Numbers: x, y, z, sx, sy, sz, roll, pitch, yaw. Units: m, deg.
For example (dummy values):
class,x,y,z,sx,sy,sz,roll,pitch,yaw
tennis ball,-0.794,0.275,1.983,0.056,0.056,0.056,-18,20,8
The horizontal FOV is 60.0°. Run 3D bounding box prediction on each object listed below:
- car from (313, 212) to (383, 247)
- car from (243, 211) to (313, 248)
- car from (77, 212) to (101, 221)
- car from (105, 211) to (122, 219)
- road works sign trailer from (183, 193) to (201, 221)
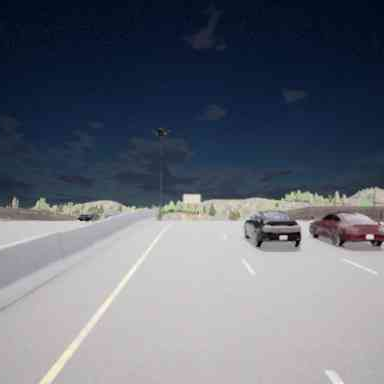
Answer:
class,x,y,z,sx,sy,sz,roll,pitch,yaw
car,7.093,1.643,15.563,1.812,1.442,4.674,0,0,0
car,3.593,1.608,15.510,2.128,1.511,4.902,0,0,0
car,-14.096,3.408,45.963,2.033,1.411,5.357,0,-7,0
car,-10.596,3.348,46.034,1.882,1.535,5.008,0,-7,0
road works sign trailer,-0.018,1.992,43.121,2.380,3.560,2.880,0,-6,0
